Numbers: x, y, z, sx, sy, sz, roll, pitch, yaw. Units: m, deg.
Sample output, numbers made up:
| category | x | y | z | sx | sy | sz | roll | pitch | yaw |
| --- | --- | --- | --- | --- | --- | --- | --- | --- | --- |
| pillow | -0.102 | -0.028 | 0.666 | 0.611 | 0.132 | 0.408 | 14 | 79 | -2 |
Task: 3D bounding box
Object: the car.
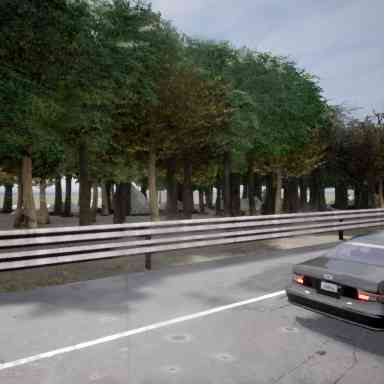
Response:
| category | x | y | z | sx | sy | sz | roll | pitch | yaw |
| --- | --- | --- | --- | --- | --- | --- | --- | --- | --- |
| car | 4.209 | 1.547 | 6.727 | 5.357 | 1.411 | 2.033 | 0 | 0 | -36 |
